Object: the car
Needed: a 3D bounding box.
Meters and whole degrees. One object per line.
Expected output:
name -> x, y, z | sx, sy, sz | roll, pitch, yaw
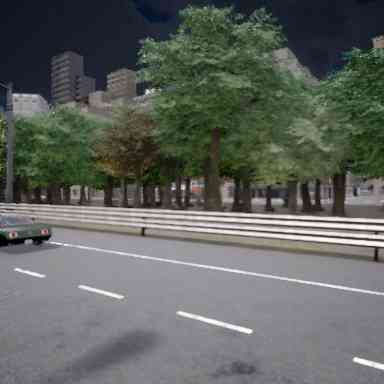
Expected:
car -> -7.975, 1.599, 13.868 | 4.718, 1.301, 1.895 | 0, 0, 36
